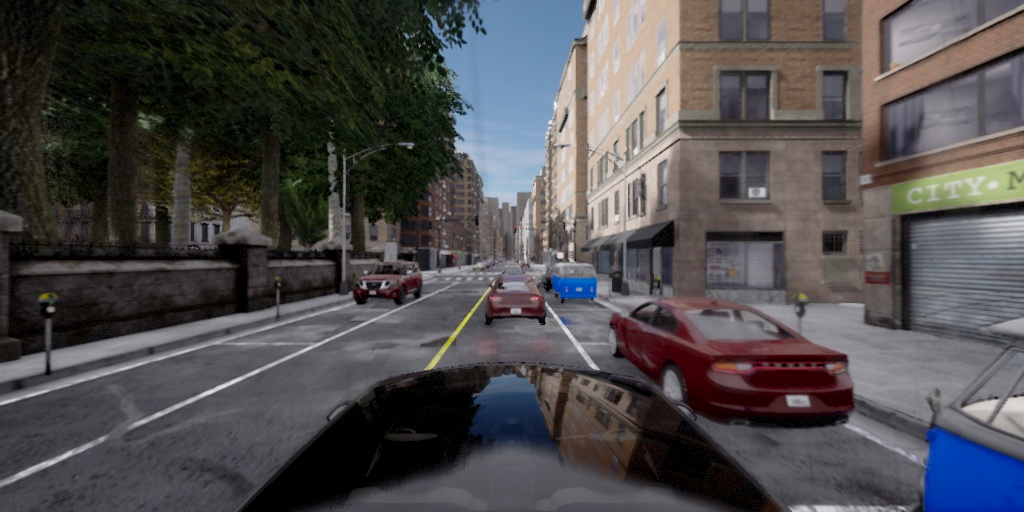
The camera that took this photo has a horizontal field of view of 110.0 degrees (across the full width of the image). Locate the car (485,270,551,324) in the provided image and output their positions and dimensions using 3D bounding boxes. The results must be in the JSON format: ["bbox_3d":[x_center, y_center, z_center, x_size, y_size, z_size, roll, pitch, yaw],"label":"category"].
[{"bbox_3d":[0.108,1.361,12.176,1.812,1.442,4.674,0,0,0],"label":"car"}]

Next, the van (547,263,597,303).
[{"bbox_3d":[2.865,1.216,17.124,1.690,1.789,3.998,0,0,0],"label":"van"}]

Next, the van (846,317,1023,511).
[{"bbox_3d":[2.855,1.078,0.143,1.690,1.789,3.998,0,0,0],"label":"van"}]

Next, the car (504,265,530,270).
[{"bbox_3d":[0.113,1.552,26.857,1.895,1.301,4.718,0,0,0],"label":"car"}]

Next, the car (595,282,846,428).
[{"bbox_3d":[2.859,1.329,5.803,1.888,1.381,4.507,0,0,0],"label":"car"}]

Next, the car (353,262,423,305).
[{"bbox_3d":[-5.660,1.190,17.089,2.192,1.841,5.009,0,0,0],"label":"car"}]

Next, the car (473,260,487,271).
[{"bbox_3d":[-5.636,1.730,60.607,1.751,1.417,4.829,0,0,0],"label":"car"}]
